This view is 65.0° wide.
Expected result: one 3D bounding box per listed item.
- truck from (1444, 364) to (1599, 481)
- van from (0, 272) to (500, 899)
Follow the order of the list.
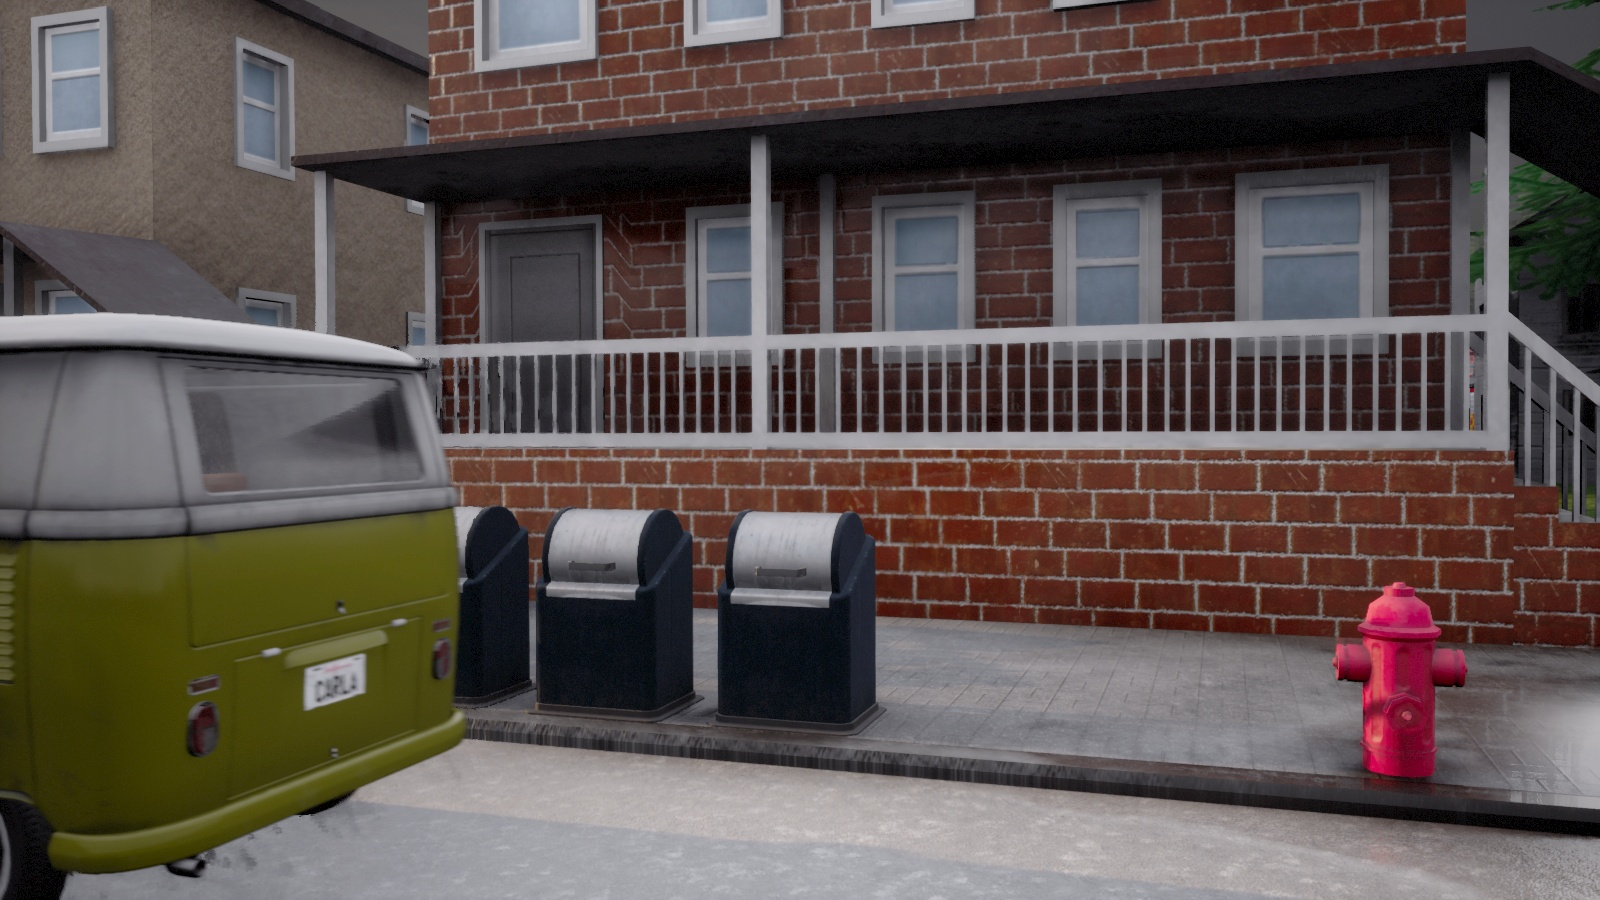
[{"bbox_3d":[26.757,-0.917,42.504,8.468,3.827,2.891,1,1,18],"label":"truck"},{"bbox_3d":[-3.597,0.486,4.924,4.442,1.987,1.775,1,1,19],"label":"van"}]
